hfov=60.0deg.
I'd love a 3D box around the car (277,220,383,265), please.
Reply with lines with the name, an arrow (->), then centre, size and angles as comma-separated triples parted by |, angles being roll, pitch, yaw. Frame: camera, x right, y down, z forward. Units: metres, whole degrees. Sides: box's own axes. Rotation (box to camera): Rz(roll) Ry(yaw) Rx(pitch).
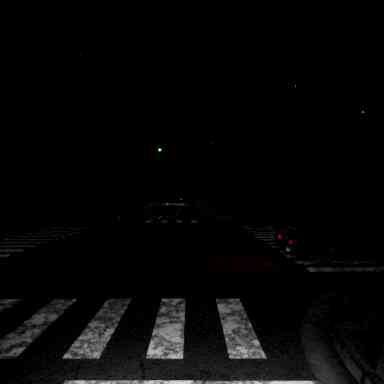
car -> 5.357, 1.572, 10.943 | 4.718, 1.301, 1.895 | 0, -1, 0

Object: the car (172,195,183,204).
car -> -2.971, 1.510, 69.267 | 2.097, 1.767, 4.553 | 0, 0, 0
